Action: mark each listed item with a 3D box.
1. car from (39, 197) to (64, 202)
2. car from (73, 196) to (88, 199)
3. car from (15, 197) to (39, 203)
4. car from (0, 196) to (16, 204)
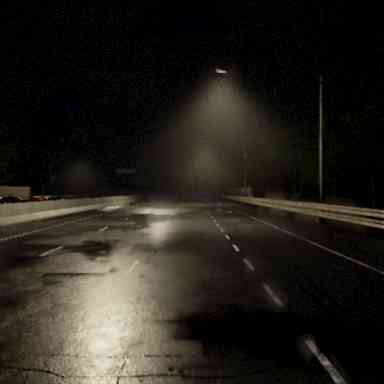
[{"bbox_3d":[-21.201,1.438,51.267,1.812,1.442,4.674,0,0,0],"label":"car"},{"bbox_3d":[-17.701,1.388,53.096,1.882,1.535,5.008,0,0,0],"label":"car"},{"bbox_3d":[-24.695,1.513,51.294,1.895,1.301,4.718,0,0,0],"label":"car"},{"bbox_3d":[-28.190,1.417,51.201,1.837,1.490,4.892,0,0,0],"label":"car"}]
